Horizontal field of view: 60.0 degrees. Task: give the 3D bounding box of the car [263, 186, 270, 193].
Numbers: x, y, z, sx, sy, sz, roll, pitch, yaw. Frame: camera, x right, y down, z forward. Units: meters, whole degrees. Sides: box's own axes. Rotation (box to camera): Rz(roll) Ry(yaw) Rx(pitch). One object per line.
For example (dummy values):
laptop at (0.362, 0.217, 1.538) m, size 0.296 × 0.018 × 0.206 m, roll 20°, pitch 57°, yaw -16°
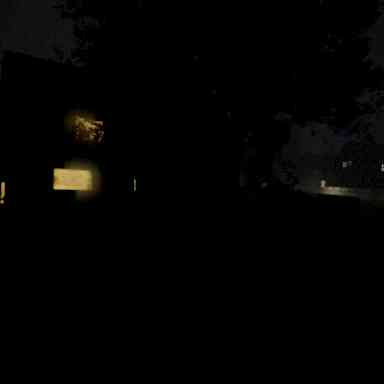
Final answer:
car at (14.268, -0.384, 61.904) m, size 1.994 × 1.385 × 4.181 m, roll 1°, pitch 2°, yaw -3°
